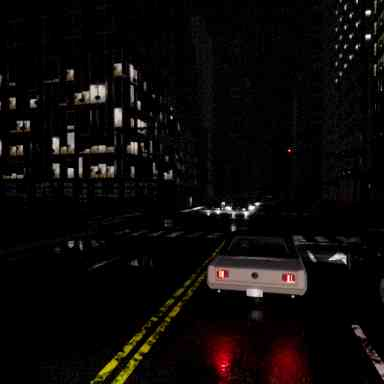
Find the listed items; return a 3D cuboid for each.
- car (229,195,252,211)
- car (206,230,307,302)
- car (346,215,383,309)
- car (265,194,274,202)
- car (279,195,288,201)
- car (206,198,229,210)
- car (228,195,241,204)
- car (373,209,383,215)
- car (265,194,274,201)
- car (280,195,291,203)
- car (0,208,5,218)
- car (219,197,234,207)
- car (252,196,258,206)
[{"bbox_3d":[5.974,1.503,40.770,1.812,1.442,4.674,0,0,13],"label":"car"},{"bbox_3d":[1.722,1.597,8.372,1.895,1.301,4.718,0,0,14],"label":"car"},{"bbox_3d":[4.850,1.501,7.464,1.837,1.490,4.892,0,0,13],"label":"car"},{"bbox_3d":[16.549,1.529,70.824,1.895,1.301,4.718,0,0,13],"label":"car"},{"bbox_3d":[22.020,1.354,79.802,1.895,1.301,4.718,0,0,13],"label":"car"},{"bbox_3d":[3.206,1.523,43.200,2.033,1.411,5.357,0,0,13],"label":"car"},{"bbox_3d":[8.213,1.457,64.033,1.837,1.490,4.892,0,0,14],"label":"car"},{"bbox_3d":[14.562,1.584,21.569,5.008,1.535,1.882,1,2,20],"label":"car"},{"bbox_3d":[18.851,1.285,80.524,2.128,1.511,4.902,0,0,13],"label":"car"},{"bbox_3d":[19.608,1.473,69.637,2.033,1.411,5.357,0,0,13],"label":"car"},{"bbox_3d":[-17.274,1.434,26.735,4.313,1.339,1.947,1,1,15],"label":"car"},{"bbox_3d":[5.553,1.567,53.062,1.895,1.301,4.718,0,0,13],"label":"car"},{"bbox_3d":[9.437,1.453,55.324,2.128,1.511,4.902,0,0,13],"label":"car"}]
